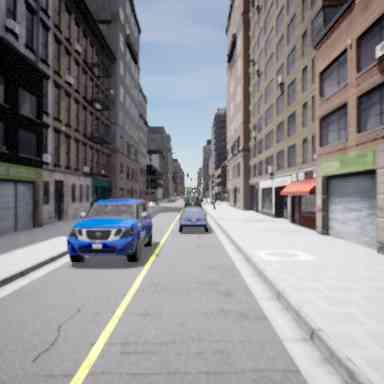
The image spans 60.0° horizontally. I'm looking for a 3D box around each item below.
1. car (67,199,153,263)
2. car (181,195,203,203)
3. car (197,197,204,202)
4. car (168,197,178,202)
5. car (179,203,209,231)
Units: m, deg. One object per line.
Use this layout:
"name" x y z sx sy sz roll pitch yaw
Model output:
"car" -2.786 1.291 12.641 2.150 2.045 5.566 0 -1 1
"car" 0.093 1.475 42.323 2.150 2.045 5.566 0 0 0
"car" 2.311 2.230 93.592 1.947 1.339 4.313 0 -1 0
"car" -5.714 2.105 93.600 1.967 1.590 4.097 0 -1 0
"car" 0.099 1.666 21.575 2.033 1.411 5.357 0 0 0
